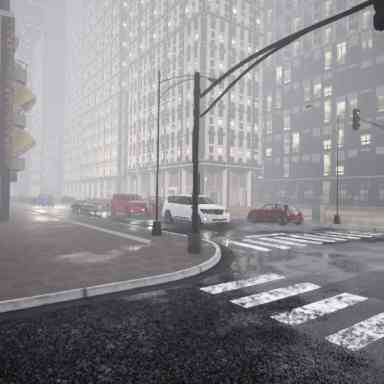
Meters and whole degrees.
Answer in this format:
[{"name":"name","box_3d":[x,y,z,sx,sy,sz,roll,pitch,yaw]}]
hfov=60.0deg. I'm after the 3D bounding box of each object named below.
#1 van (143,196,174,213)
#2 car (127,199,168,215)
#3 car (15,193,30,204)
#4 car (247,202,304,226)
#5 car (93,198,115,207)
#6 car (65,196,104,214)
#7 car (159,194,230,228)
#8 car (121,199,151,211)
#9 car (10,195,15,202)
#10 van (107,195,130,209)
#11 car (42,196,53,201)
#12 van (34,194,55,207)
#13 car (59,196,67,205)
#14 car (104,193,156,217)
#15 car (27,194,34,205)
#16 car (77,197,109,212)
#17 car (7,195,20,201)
[{"name":"van","box_3d":[-3.895,1.382,37.804,1.690,1.788,3.998,1,-1,-35]},{"name":"car","box_3d":[-4.671,1.484,34.404,2.128,1.511,4.902,1,-1,-35]},{"name":"car","box_3d":[-30.287,1.155,60.659,2.192,1.841,5.009,1,-1,-35]},{"name":"car","box_3d":[5.877,1.505,23.960,1.967,1.590,4.097,1,-1,-35]},{"name":"car","box_3d":[-13.673,1.586,51.645,1.947,1.339,4.313,1,-1,-35]},{"name":"car","box_3d":[-10.744,1.427,32.970,2.008,1.369,4.403,1,-1,-35]},{"name":"car","box_3d":[0.092,1.170,22.122,2.150,2.045,5.566,1,-1,-35]},{"name":"car","box_3d":[-7.156,1.584,42.416,2.008,1.369,4.403,1,-1,-35]},{"name":"car","box_3d":[-36.806,1.396,69.885,1.947,1.339,4.313,1,-1,-35]},{"name":"van","box_3d":[-10.410,1.368,47.033,1.690,1.788,3.998,1,-1,-35]},{"name":"car","box_3d":[-36.478,1.570,83.946,1.802,1.307,4.206,1,-1,-35]},{"name":"van","box_3d":[-20.513,1.197,46.815,1.690,1.788,3.998,1,-1,-35]},{"name":"car","box_3d":[-22.362,1.436,59.466,1.882,1.535,5.008,1,-1,-35]},{"name":"car","box_3d":[-5.687,1.155,30.310,2.150,2.045,5.566,1,-1,-35]},{"name":"car","box_3d":[-23.775,1.432,51.427,1.802,1.307,4.206,1,-1,-35]},{"name":"car","box_3d":[-11.536,1.412,38.605,2.128,1.511,4.902,1,-1,-35]},{"name":"car","box_3d":[-40.063,1.377,74.499,2.008,1.369,4.403,1,-1,-35]}]
